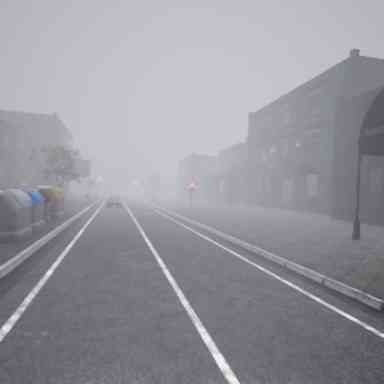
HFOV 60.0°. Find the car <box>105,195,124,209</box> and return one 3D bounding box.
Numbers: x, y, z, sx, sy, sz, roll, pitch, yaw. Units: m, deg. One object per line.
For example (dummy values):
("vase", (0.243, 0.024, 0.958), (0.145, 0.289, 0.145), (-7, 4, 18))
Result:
("car", (-8.802, 1.094, 37.804), (2.033, 1.411, 5.357), (3, 0, -13))
